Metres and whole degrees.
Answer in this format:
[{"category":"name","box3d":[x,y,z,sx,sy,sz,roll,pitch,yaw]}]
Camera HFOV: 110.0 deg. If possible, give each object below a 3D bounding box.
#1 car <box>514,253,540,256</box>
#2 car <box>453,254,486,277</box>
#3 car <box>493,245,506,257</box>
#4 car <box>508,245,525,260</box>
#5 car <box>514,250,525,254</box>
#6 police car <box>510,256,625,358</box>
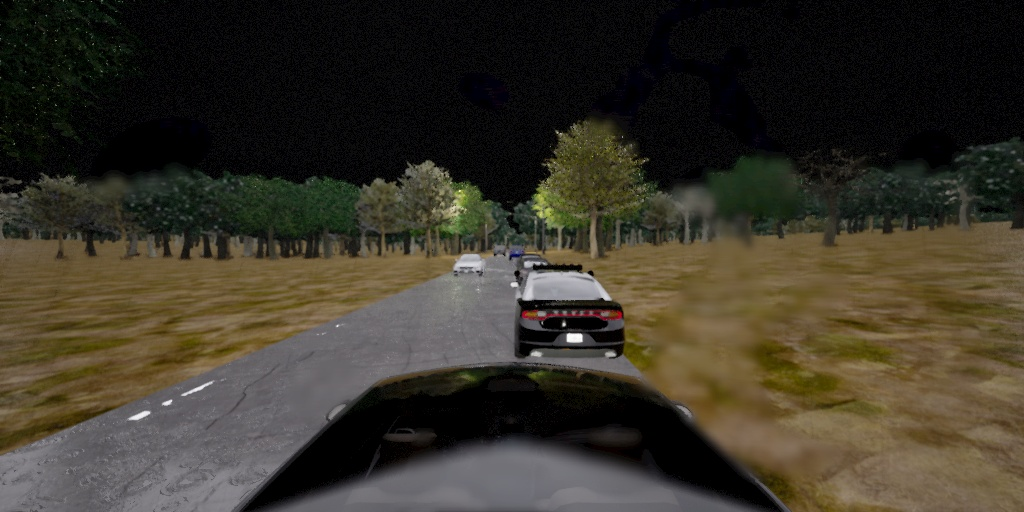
[{"category":"car","box3d":[1.123,0.781,17.985,1.812,1.442,4.674,0,2,1]},{"category":"car","box3d":[-2.788,0.586,24.420,1.812,1.442,4.674,0,2,1]},{"category":"car","box3d":[-2.211,-0.906,65.104,2.150,2.045,5.566,0,2,1]},{"category":"car","box3d":[0.686,-0.472,50.058,2.150,2.045,5.566,0,2,1]},{"category":"car","box3d":[1.199,0.581,23.981,1.837,1.490,4.892,0,2,1]},{"category":"police car","box3d":[0.998,0.980,8.096,1.930,1.638,5.238,0,2,1]}]
